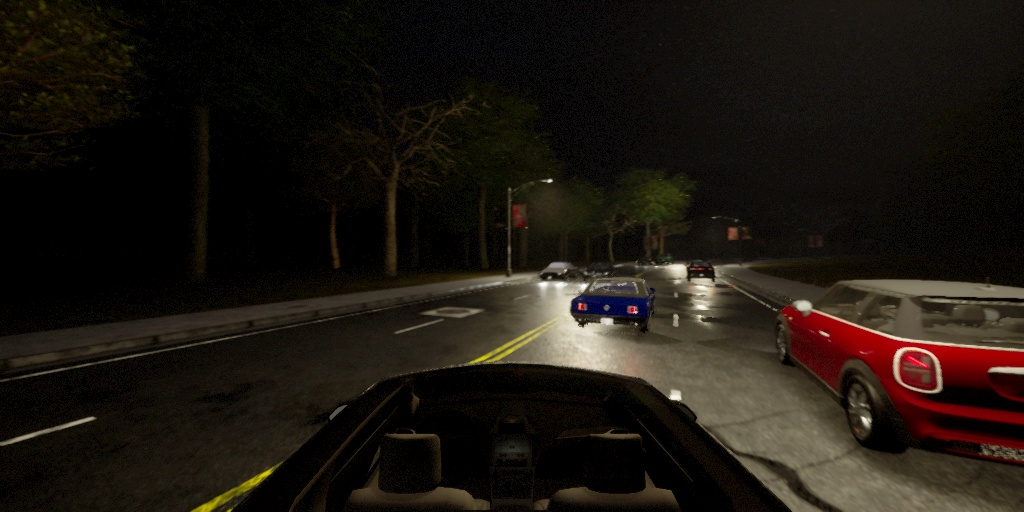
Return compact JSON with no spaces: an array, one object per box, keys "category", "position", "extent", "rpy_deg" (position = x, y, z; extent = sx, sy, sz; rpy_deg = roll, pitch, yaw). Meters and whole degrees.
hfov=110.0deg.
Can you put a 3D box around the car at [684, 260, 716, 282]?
[{"category":"car","position":[14.234,1.110,27.199],"extent":[2.128,1.511,4.902],"rpy_deg":[0,0,25]}]

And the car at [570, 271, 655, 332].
[{"category":"car","position":[3.257,1.302,10.825],"extent":[1.895,1.301,4.718],"rpy_deg":[0,0,24]}]

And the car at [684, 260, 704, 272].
[{"category":"car","position":[21.575,1.134,42.372],"extent":[1.895,1.301,4.718],"rpy_deg":[0,0,29]}]

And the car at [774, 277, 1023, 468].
[{"category":"car","position":[5.214,1.080,4.780],"extent":[2.097,1.767,4.553],"rpy_deg":[0,0,24]}]

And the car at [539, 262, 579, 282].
[{"category":"car","position":[3.817,1.168,28.214],"extent":[2.033,1.411,5.357],"rpy_deg":[0,0,25]}]

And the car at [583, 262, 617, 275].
[{"category":"car","position":[6.580,1.152,26.425],"extent":[1.812,1.442,4.674],"rpy_deg":[0,0,25]}]
